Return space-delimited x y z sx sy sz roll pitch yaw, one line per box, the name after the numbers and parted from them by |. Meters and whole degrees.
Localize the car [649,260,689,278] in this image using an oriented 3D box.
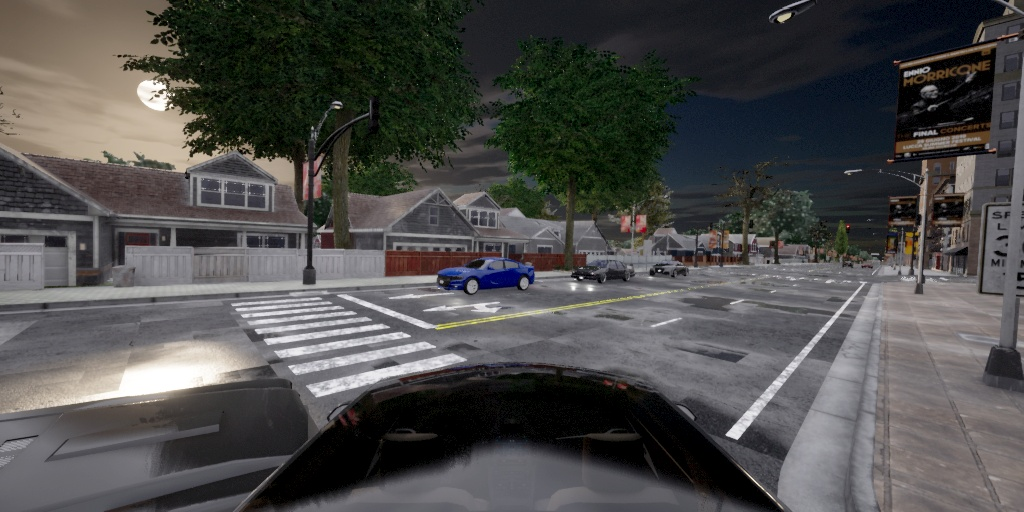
13.310 1.019 30.301 4.181 1.385 1.994 0 2 -44 | car

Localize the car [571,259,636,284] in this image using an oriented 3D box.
6.098 0.938 23.396 5.357 1.411 2.033 0 2 -44 | car

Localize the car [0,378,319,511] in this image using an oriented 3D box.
-3.313 1.286 1.311 4.718 1.301 1.895 1 2 -34 | car

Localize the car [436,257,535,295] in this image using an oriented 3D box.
-1.084 0.807 16.492 5.008 1.535 1.882 0 2 -44 | car
